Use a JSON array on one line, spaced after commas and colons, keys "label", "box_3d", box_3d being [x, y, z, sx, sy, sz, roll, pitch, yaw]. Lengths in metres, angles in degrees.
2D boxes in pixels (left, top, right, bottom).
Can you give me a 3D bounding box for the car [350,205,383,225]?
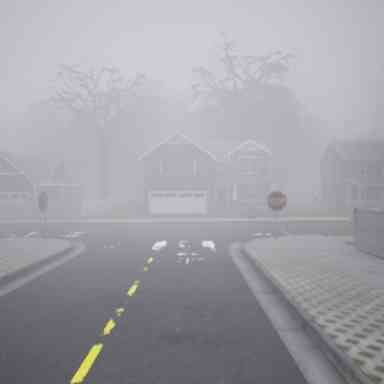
[{"label": "car", "box_3d": [11.347, 1.478, 18.660, 4.674, 1.442, 1.812, -1, 1, 0]}]
